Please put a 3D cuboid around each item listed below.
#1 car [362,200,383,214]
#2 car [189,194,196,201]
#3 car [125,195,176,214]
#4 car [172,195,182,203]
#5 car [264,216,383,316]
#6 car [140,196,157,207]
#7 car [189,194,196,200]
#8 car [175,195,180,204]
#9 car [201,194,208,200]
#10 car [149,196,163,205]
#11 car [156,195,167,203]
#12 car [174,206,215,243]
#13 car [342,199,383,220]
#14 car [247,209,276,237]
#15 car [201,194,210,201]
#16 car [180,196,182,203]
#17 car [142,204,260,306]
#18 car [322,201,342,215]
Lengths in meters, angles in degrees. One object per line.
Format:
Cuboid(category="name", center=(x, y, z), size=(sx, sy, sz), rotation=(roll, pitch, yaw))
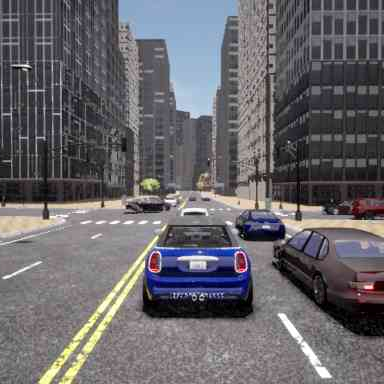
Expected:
Cuboid(category="car", center=(21.869, 1.643, 37.084), size=(4.829, 1.417, 1.752), rotation=(1, 0, 1))
Cuboid(category="car", center=(0.129, 1.458, 79.623), size=(2.033, 1.411, 5.357), rotation=(0, 0, 0))
Cuboid(category="car", center=(-4.601, 1.416, 34.926), size=(4.902, 1.511, 2.128), rotation=(0, 1, -33))
Cuboid(category="car", center=(-3.138, 1.417, 70.501), size=(1.882, 1.535, 5.008), rotation=(0, 0, 0))
Cuboid(category="car", center=(3.362, 1.544, 7.817), size=(2.033, 1.411, 5.357), rotation=(0, 0, 0))
Cuboid(category="car", center=(-6.510, 1.442, 50.051), size=(1.882, 1.535, 5.008), rotation=(0, 0, 0))
Cuboid(category="car", center=(0.145, 1.266, 90.040), size=(1.812, 1.442, 4.674), rotation=(0, 0, 0))
Cuboid(category="car", center=(-3.262, 1.490, 49.802), size=(1.812, 1.442, 4.674), rotation=(0, 0, 0))
Cuboid(category="car", center=(3.395, 1.267, 90.034), size=(1.812, 1.442, 4.674), rotation=(0, 0, 0))
Cuboid(category="car", center=(-6.471, 1.499, 60.567), size=(2.033, 1.411, 5.357), rotation=(0, 0, 1))
Cuboid(category="car", center=(-6.388, 1.417, 70.748), size=(1.882, 1.535, 5.008), rotation=(0, 0, 0))
Cuboid(category="car", center=(0.127, 1.517, 17.015), size=(1.812, 1.442, 4.674), rotation=(0, 0, 0))
Cuboid(category="car", center=(16.247, 1.519, 28.807), size=(5.009, 1.841, 2.192), rotation=(1, 0, 1))
Cuboid(category="car", center=(3.376, 1.555, 17.057), size=(1.994, 1.385, 4.181), rotation=(0, 0, 0))
Cuboid(category="car", center=(3.379, 1.514, 80.062), size=(1.895, 1.301, 4.718), rotation=(0, 0, 0))
Cuboid(category="car", center=(-3.226, 1.500, 60.150), size=(2.033, 1.411, 5.357), rotation=(0, 0, 0))
Cuboid(category="car", center=(0.113, 1.348, 8.158), size=(2.097, 1.767, 4.553), rotation=(0, 0, 0))
Cuboid(category="car", center=(16.065, 1.614, 34.604), size=(4.892, 1.490, 1.837), rotation=(0, 1, 0))
